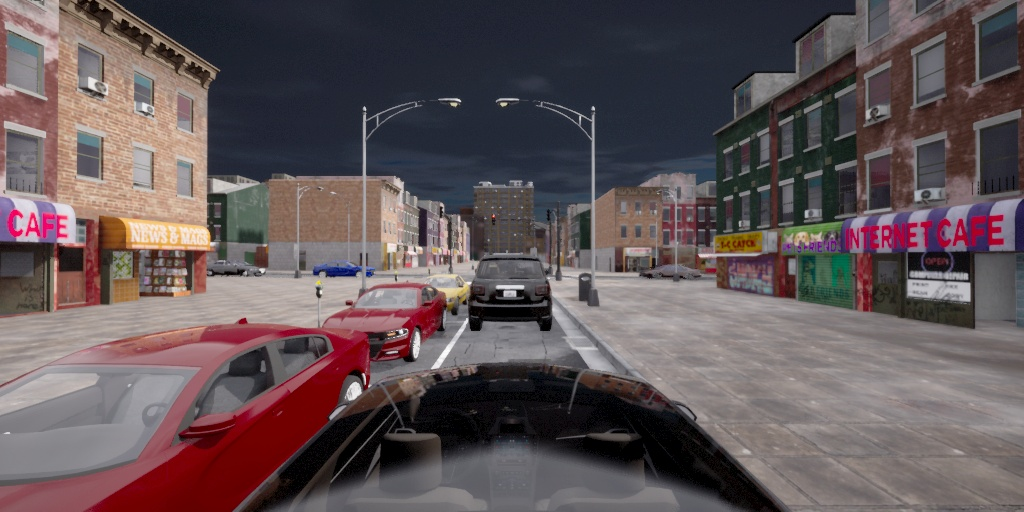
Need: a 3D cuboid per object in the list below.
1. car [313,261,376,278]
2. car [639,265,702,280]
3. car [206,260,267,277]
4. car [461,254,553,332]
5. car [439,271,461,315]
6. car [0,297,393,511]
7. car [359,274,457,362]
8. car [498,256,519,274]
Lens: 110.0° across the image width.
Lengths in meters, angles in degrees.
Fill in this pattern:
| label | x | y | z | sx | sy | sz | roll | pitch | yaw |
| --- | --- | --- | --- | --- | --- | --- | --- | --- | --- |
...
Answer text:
| label | x | y | z | sx | sy | sz | roll | pitch | yaw |
| --- | --- | --- | --- | --- | --- | --- | --- | --- | --- |
| car | -14.357 | 1.156 | 30.828 | 5.008 | 1.535 | 1.882 | 0 | 0 | -1 |
| car | 14.924 | 1.523 | 33.906 | 5.357 | 1.411 | 2.033 | 1 | 0 | 0 |
| car | -23.856 | 1.102 | 30.792 | 4.902 | 1.511 | 2.128 | 0 | 0 | 0 |
| car | -0.019 | 0.976 | 11.056 | 2.150 | 2.045 | 5.566 | 0 | 0 | 1 |
| car | -2.626 | 1.283 | 13.559 | 1.751 | 1.417 | 4.829 | 0 | 0 | 0 |
| car | -2.636 | 1.295 | 2.741 | 1.888 | 1.381 | 4.507 | 0 | 0 | 0 |
| car | -2.631 | 1.298 | 8.235 | 1.888 | 1.381 | 4.507 | 0 | 0 | 0 |
| car | -0.348 | 1.028 | 43.786 | 2.150 | 2.045 | 5.566 | 0 | 0 | 4 |
